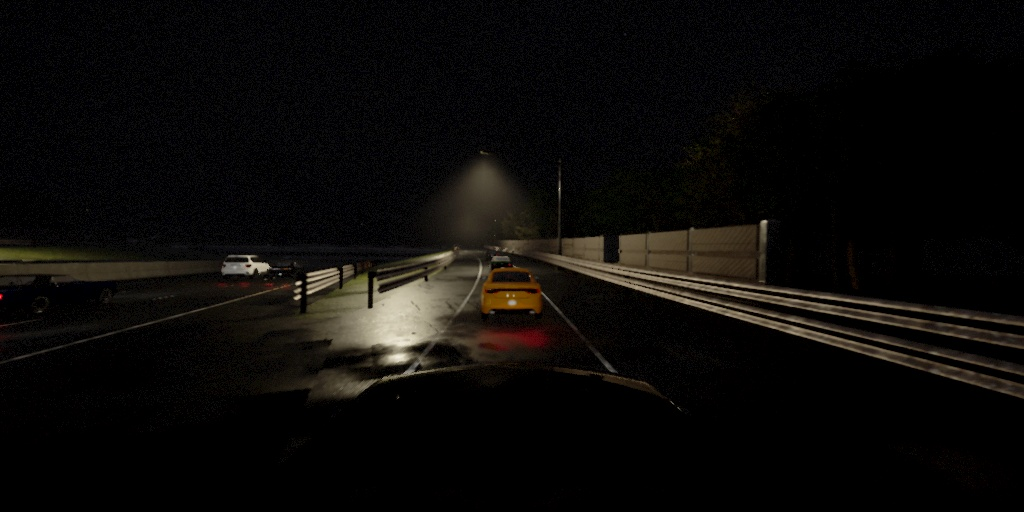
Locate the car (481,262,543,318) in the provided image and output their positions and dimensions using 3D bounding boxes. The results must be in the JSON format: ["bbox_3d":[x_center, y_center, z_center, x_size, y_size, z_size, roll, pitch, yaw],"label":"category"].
[{"bbox_3d":[-0.048,1.150,12.729,1.882,1.535,5.008,0,1,-1],"label":"car"}]

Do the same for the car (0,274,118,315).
[{"bbox_3d":[-16.703,1.277,12.729,1.895,1.301,4.718,1,-1,-19],"label":"car"}]

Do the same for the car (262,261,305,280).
[{"bbox_3d":[-19.395,1.269,31.056,2.128,1.511,4.902,1,0,-19],"label":"car"}]

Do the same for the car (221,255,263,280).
[{"bbox_3d":[-23.055,0.970,31.249,2.150,2.045,5.566,1,0,-19],"label":"car"}]

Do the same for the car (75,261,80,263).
[{"bbox_3d":[-47.873,1.182,38.358,1.994,1.385,4.181,1,-1,-19],"label":"car"}]

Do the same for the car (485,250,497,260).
[{"bbox_3d":[-2.891,-0.134,51.343,2.033,1.411,5.357,0,2,-6],"label":"car"}]

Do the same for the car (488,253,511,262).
[{"bbox_3d":[-1.005,0.675,32.469,1.895,1.301,4.718,0,2,-4],"label":"car"}]

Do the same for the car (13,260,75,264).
[{"bbox_3d":[-41.751,1.090,31.241,2.128,1.511,4.902,1,-1,-19],"label":"car"}]
